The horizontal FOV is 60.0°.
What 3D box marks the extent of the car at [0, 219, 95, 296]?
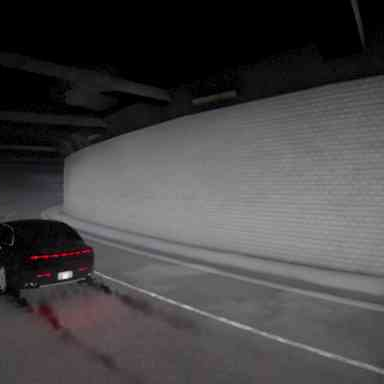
[{"bbox_3d":[-4.288,1.471,8.711,1.837,1.490,4.892,0,0,-43],"label":"car"}]
